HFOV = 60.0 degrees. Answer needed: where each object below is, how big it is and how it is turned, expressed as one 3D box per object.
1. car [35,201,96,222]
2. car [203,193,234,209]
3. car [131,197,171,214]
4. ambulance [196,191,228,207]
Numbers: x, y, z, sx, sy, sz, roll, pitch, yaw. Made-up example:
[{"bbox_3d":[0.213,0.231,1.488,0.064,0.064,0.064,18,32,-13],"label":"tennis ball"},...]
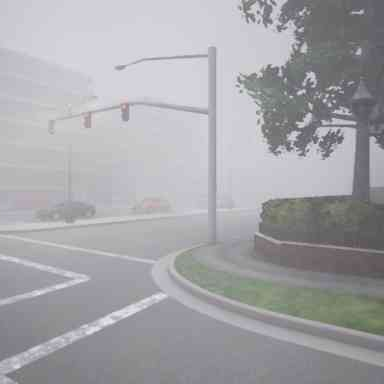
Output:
[{"bbox_3d":[-10.043,1.488,26.721,1.837,1.490,4.892,0,0,36],"label":"car"},{"bbox_3d":[4.013,1.334,46.059,2.097,1.767,4.553,0,0,36],"label":"car"},{"bbox_3d":[-4.206,1.335,34.760,2.097,1.767,4.553,0,0,36],"label":"car"},{"bbox_3d":[3.111,1.009,50.629,2.351,2.431,6.366,0,0,36],"label":"ambulance"}]
